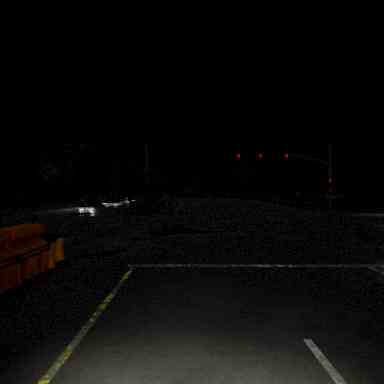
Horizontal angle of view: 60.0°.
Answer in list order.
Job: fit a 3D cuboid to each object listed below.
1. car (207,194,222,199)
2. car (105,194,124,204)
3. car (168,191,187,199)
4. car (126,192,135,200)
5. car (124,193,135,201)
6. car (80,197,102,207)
[{"bbox_3d":[6.915,1.145,94.695,2.033,1.411,5.357,0,0,-18],"label":"car"},{"bbox_3d":[-14.055,1.113,59.429,2.097,1.767,4.553,0,0,0],"label":"car"},{"bbox_3d":[-4.255,0.822,95.251,2.150,2.045,5.566,0,0,-22],"label":"car"},{"bbox_3d":[-15.038,1.020,81.283,2.097,1.767,4.553,0,0,-10],"label":"car"},{"bbox_3d":[-14.020,1.210,70.937,1.837,1.490,4.892,0,0,0],"label":"car"},{"bbox_3d":[-14.086,1.420,46.366,1.895,1.301,4.718,0,0,0],"label":"car"}]
